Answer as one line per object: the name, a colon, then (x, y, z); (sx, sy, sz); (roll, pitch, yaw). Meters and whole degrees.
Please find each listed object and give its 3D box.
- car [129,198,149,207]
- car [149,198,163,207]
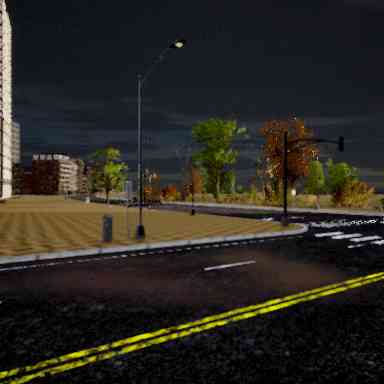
car: (-9.515, 1.726, 56.265); (1.837, 1.490, 4.892); (0, 0, -29)
car: (-6.615, 1.784, 57.740); (1.994, 1.385, 4.181); (0, 0, -29)
